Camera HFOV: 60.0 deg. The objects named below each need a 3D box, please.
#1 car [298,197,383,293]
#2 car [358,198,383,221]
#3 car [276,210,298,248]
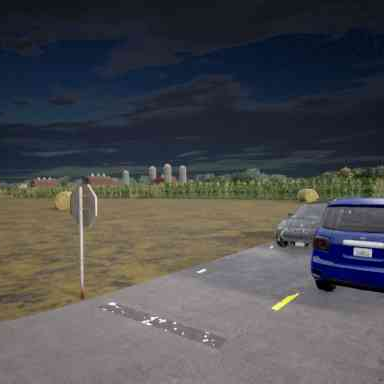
[{"bbox_3d":[4.636,1.130,8.000,2.150,2.045,5.566,0,1,37],"label":"car"},{"bbox_3d":[13.823,1.213,24.748,1.812,1.442,4.674,0,1,37],"label":"car"},{"bbox_3d":[5.074,1.202,13.276,2.097,1.767,4.553,0,1,37],"label":"car"}]
